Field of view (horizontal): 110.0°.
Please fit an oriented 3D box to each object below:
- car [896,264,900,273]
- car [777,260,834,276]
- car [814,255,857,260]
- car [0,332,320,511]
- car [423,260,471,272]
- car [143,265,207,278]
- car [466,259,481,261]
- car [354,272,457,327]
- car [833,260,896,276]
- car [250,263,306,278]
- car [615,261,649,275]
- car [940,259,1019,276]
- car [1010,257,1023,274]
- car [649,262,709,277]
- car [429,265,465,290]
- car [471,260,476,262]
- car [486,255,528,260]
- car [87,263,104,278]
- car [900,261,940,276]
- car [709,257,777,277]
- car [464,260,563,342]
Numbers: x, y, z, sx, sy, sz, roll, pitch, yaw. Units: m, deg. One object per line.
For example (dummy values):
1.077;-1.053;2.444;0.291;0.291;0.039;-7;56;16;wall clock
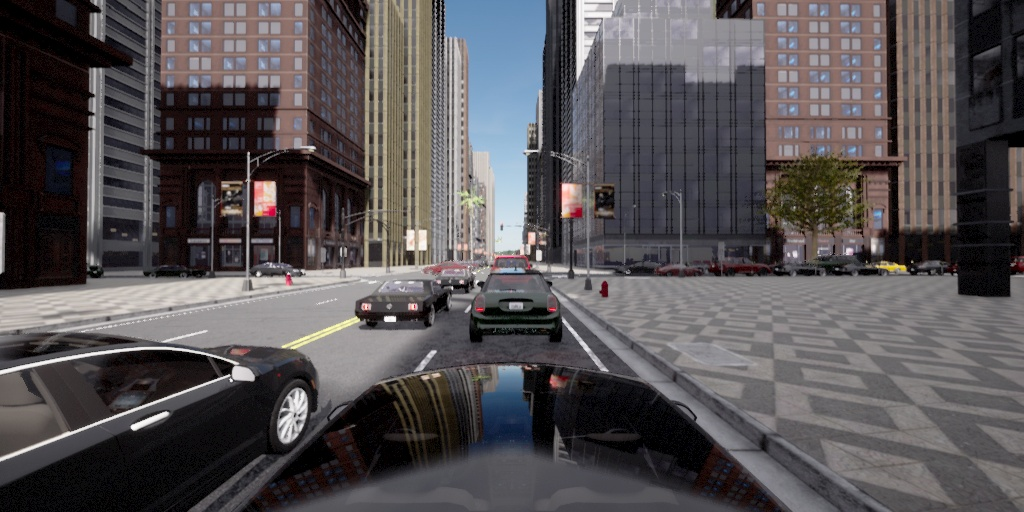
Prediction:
43.129;1.279;41.929;4.829;1.417;1.751;0;0;-1;car
26.529;1.262;33.113;4.313;1.339;1.948;0;0;-1;car
34.492;0.965;39.026;5.566;2.045;2.150;0;-1;-1;car
-3.151;1.255;2.224;1.837;1.490;4.892;0;0;0;car
-7.054;1.386;38.205;4.674;1.442;1.812;0;-1;-1;car
-32.663;1.559;34.860;4.718;1.301;1.895;0;-1;0;car
-6.694;1.609;61.024;1.895;1.301;4.718;0;0;0;car
-3.168;1.357;11.544;1.895;1.301;4.718;0;0;0;car
32.166;1.247;33.211;4.313;1.339;1.948;0;0;-1;car
-22.716;1.404;34.870;4.902;1.511;2.128;0;-1;0;car
13.641;1.306;38.662;4.892;1.490;1.837;-1;-1;-1;car
43.442;1.200;33.409;4.507;1.381;1.888;0;0;-1;car
49.080;0.960;33.508;5.009;1.841;2.192;0;0;-1;car
15.254;1.314;32.915;4.207;1.307;1.802;0;0;-1;car
-3.189;1.380;20.713;1.895;1.301;4.718;0;0;0;car
-6.697;1.549;51.860;1.895;1.301;4.718;0;0;0;car
-0.036;0.996;19.417;2.150;2.045;5.566;0;0;0;car
-43.300;1.228;34.855;5.566;2.045;2.150;0;-1;0;car
42.522;1.213;36.025;4.674;1.442;1.812;0;-1;-1;car
20.892;1.028;33.014;5.009;1.841;2.192;0;0;-1;car
0.081;1.105;9.897;2.097;1.767;4.553;0;0;0;car
